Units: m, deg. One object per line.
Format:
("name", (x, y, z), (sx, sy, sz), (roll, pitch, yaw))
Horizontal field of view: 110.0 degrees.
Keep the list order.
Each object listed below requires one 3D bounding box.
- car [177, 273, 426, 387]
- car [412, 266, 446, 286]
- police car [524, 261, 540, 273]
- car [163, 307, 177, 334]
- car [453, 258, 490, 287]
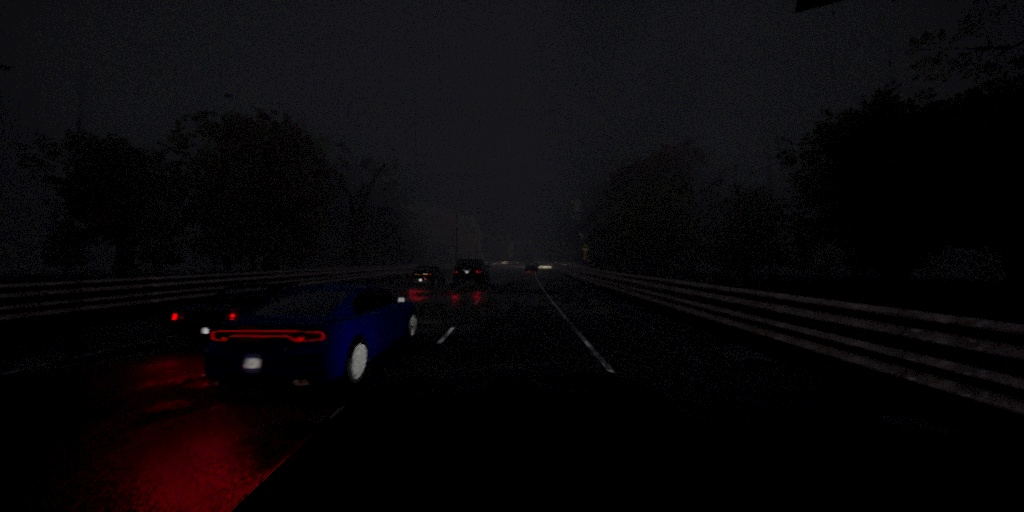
("car", (-3.357, 1.272, 7.156), (1.882, 1.535, 5.008), (0, -1, 1))
("car", (-6.441, 1.496, 27.959), (1.837, 1.490, 4.892), (0, -1, 2))
("police car", (2.961, 1.727, 56.098), (1.930, 1.638, 5.238), (0, -1, 4))
("car", (-6.842, 1.419, 10.279), (1.895, 1.301, 4.718), (0, -1, 1))
("car", (-2.979, 1.210, 26.949), (2.150, 2.045, 5.566), (0, -1, 2))
